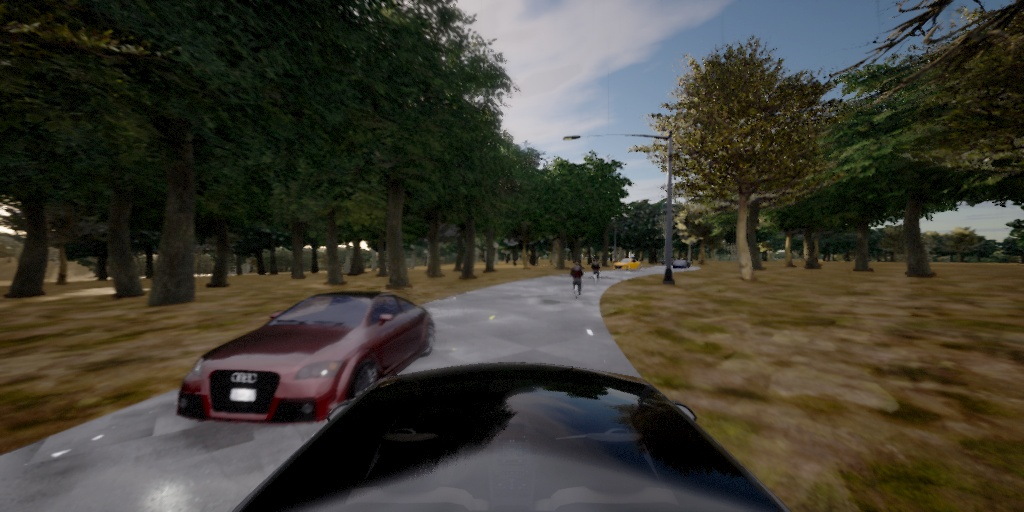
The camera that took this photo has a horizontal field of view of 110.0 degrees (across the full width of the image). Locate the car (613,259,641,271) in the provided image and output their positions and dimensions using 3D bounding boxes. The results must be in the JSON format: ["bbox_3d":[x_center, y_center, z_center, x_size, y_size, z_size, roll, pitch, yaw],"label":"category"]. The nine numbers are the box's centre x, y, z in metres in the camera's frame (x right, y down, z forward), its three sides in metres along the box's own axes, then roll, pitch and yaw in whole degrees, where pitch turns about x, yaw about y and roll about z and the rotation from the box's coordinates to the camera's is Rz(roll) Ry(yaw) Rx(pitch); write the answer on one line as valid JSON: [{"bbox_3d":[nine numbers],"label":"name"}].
[{"bbox_3d":[14.488,1.089,45.183,1.882,1.535,5.008,1,0,42],"label":"car"}]

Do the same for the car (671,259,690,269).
[{"bbox_3d":[24.911,1.183,52.782,1.994,1.385,4.181,1,1,35],"label":"car"}]

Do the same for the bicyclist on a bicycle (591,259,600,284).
[{"bbox_3d":[5.784,1.103,24.581,0.659,1.776,1.843,1,1,22],"label":"bicyclist on a bicycle"}]

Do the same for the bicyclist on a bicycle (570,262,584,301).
[{"bbox_3d":[2.991,1.136,16.415,0.659,1.776,1.843,1,0,14],"label":"bicyclist on a bicycle"}]

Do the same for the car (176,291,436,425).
[{"bbox_3d":[-2.691,1.290,5.798,1.994,1.385,4.181,1,0,5],"label":"car"}]
